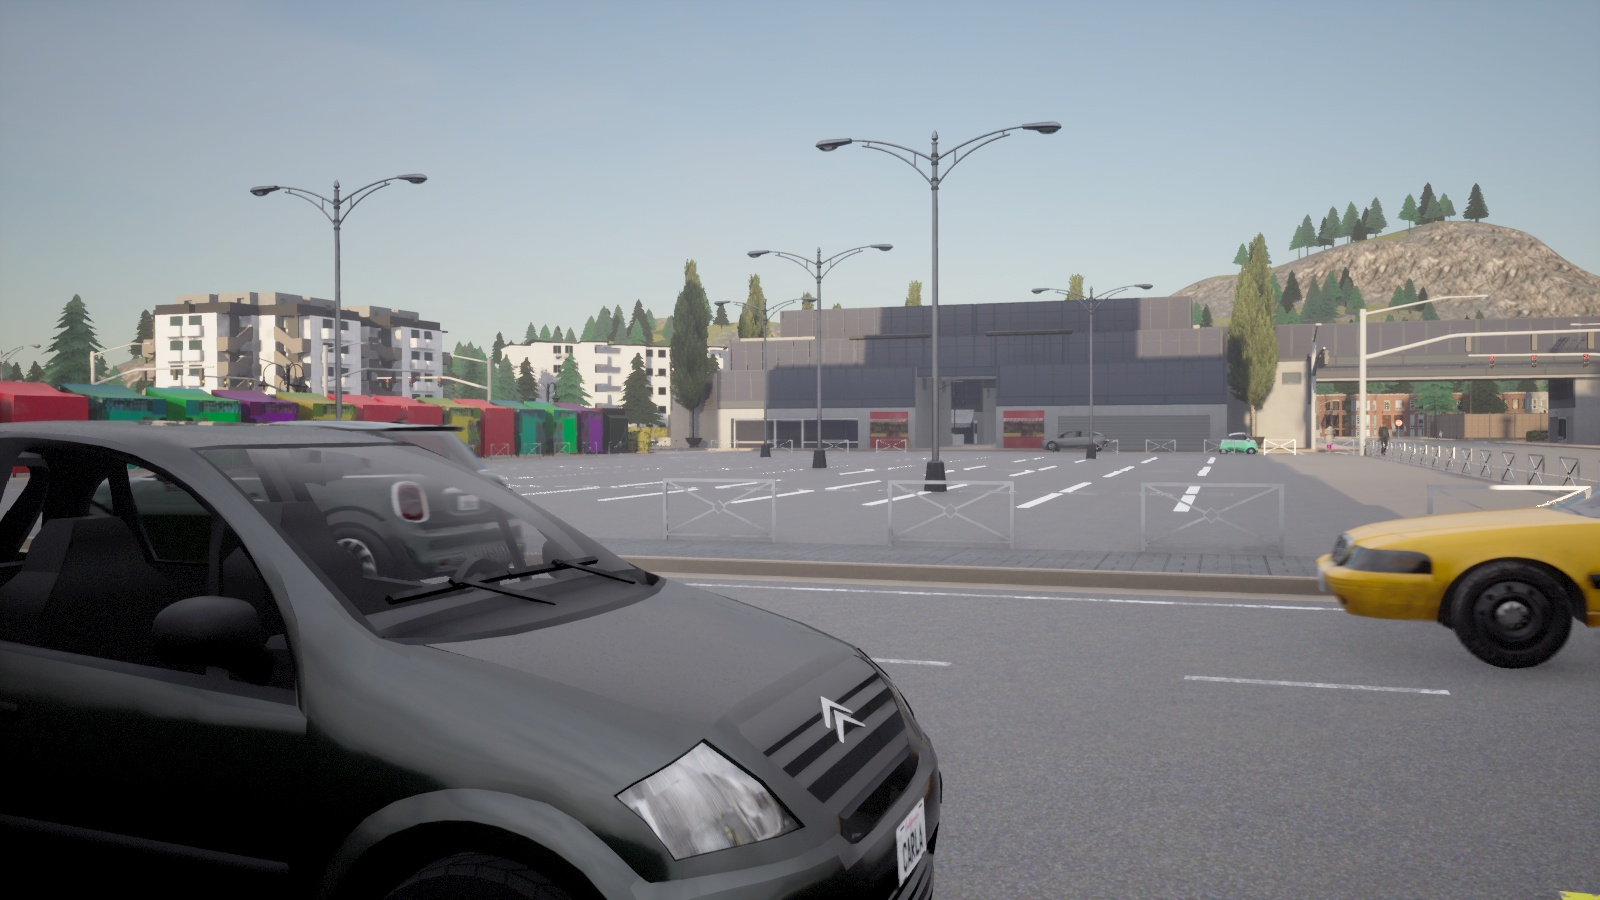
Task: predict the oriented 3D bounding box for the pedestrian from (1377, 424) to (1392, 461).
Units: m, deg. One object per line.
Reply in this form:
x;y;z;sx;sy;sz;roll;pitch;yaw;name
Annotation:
30.794;-0.403;66.174;0.423;1.949;0.788;0;1;-1;pedestrian

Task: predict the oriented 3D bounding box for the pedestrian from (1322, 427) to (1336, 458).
33.904;-0.499;80.470;0.659;1.952;0.873;0;1;11;pedestrian

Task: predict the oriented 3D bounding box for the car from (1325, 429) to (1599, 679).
6.489;0.655;8.396;5.366;1.575;1.801;1;1;18;car

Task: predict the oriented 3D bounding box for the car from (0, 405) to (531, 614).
-5.188;0.468;12.318;4.553;1.767;2.097;1;1;19;car

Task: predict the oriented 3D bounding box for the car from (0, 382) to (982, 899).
-1.613;0.659;3.733;3.988;1.617;1.851;1;1;19;car

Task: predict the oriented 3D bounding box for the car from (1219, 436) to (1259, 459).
25.909;-0.153;74.125;2.207;1.376;1.481;0;1;20;car

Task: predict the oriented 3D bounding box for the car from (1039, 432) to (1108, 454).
19.121;-0.505;87.781;4.514;1.525;2.007;1;1;20;car
